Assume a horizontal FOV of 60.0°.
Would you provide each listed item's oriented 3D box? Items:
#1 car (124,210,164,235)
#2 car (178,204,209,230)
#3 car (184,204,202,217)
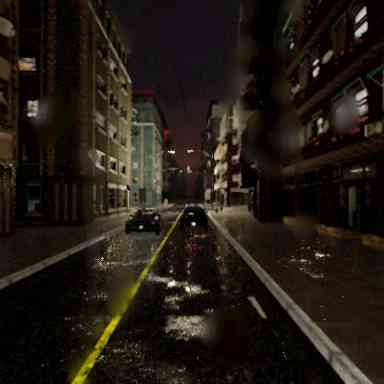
[{"bbox_3d":[-2.815,1.780,20.386,1.994,1.385,4.181,0,-1,0],"label":"car"},{"bbox_3d":[0.106,1.751,23.098,1.837,1.490,4.892,0,0,0],"label":"car"},{"bbox_3d":[0.108,2.014,37.783,1.895,1.301,4.718,0,-1,0],"label":"car"}]
